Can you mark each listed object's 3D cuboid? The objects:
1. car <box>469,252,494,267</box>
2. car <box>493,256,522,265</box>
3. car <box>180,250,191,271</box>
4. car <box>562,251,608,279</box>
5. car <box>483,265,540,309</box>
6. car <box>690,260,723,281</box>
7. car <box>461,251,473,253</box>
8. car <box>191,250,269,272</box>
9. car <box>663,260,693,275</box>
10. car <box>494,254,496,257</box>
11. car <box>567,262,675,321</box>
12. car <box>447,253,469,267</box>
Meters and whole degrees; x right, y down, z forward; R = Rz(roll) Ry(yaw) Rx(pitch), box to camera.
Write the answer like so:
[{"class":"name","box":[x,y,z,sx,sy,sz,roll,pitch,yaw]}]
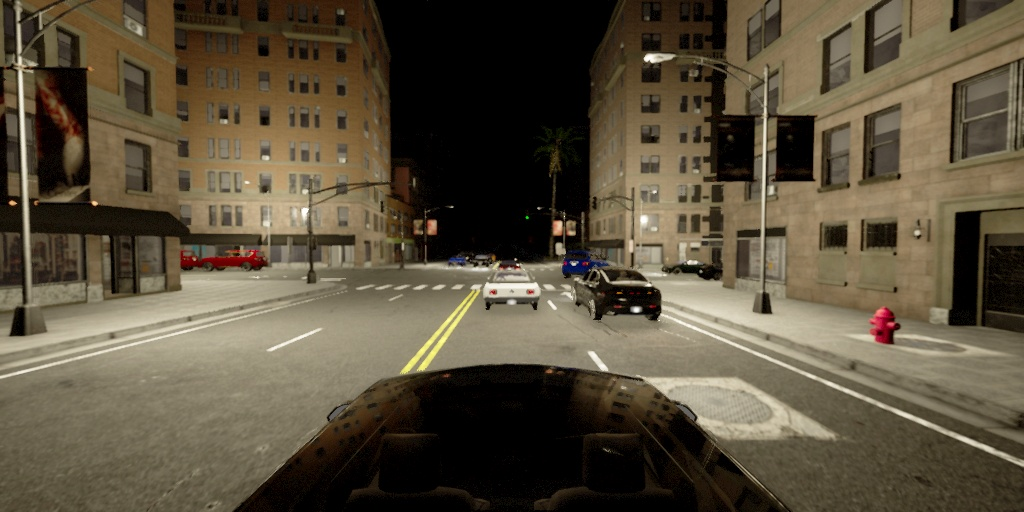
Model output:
[{"class":"car","box":[-3.834,0.635,45.571,2.128,1.511,4.902,0,1,-1]},{"class":"car","box":[-0.208,0.928,28.632,2.033,1.411,5.357,0,1,-1]},{"class":"car","box":[-29.662,0.391,30.475,5.009,1.841,2.192,0,0,-9]},{"class":"car","box":[5.706,0.669,27.000,2.150,2.045,5.566,0,0,32]},{"class":"car","box":[-0.031,1.182,13.884,1.895,1.301,4.718,0,1,-1]},{"class":"car","box":[15.936,1.182,26.324,4.313,1.339,1.948,0,0,0]},{"class":"car","box":[-7.177,0.211,56.546,2.150,2.045,5.566,0,1,0]},{"class":"car","box":[-24.225,0.423,31.360,5.009,1.841,2.192,0,0,-9]},{"class":"car","box":[15.719,1.012,32.260,4.181,1.385,1.994,0,2,0]},{"class":"car","box":[-3.919,0.555,55.314,2.033,1.411,5.357,0,1,0]},{"class":"car","box":[3.233,1.116,11.796,1.837,1.490,4.892,0,1,-1]},{"class":"car","box":[-7.090,0.650,46.843,1.812,1.442,4.674,0,1,1]}]
